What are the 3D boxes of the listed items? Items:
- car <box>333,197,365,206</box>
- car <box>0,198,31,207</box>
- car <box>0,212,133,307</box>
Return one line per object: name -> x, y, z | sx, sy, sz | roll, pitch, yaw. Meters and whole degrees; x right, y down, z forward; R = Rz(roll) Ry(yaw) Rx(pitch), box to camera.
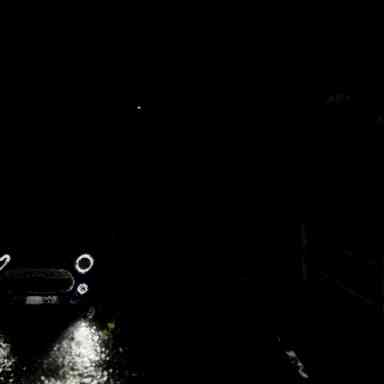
car -> 26.306, 1.600, 55.886 | 5.008, 1.535, 1.882 | 0, 0, 0
car -> -29.669, 1.804, 56.003 | 4.892, 1.490, 1.837 | 2, 0, 0
car -> -2.848, 1.363, 8.252 | 2.097, 1.767, 4.553 | 0, 0, 0
